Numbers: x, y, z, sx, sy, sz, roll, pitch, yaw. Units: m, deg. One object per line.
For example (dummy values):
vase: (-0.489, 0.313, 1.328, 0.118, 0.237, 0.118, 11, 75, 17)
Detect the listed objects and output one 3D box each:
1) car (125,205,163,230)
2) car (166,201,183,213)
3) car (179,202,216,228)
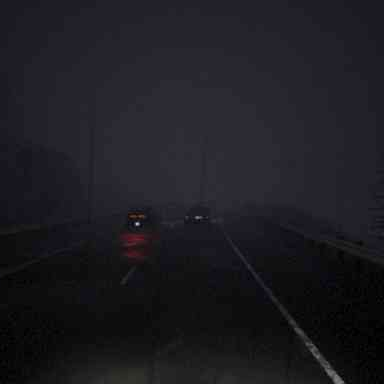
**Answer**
car: (-3.083, 1.617, 21.819, 1.837, 1.490, 4.892, 0, 0, 2)
car: (-1.803, 1.752, 39.407, 2.033, 1.411, 5.357, 0, 0, 6)
car: (0.473, 1.669, 23.378, 2.033, 1.411, 5.357, 0, 0, 3)
